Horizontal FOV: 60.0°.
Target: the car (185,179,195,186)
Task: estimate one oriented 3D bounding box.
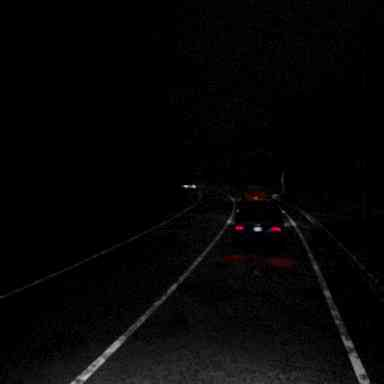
[{"bbox_3d":[-0.733,-2.127,69.356,1.882,1.535,5.008,1,3,-12],"label":"car"}]

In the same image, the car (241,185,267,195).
[{"bbox_3d":[5.276,0.173,28.555,1.882,1.535,5.008,1,3,6],"label":"car"}]

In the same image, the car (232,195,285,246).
[{"bbox_3d":[2.665,1.101,13.100,2.033,1.411,5.357,0,3,13],"label":"car"}]
